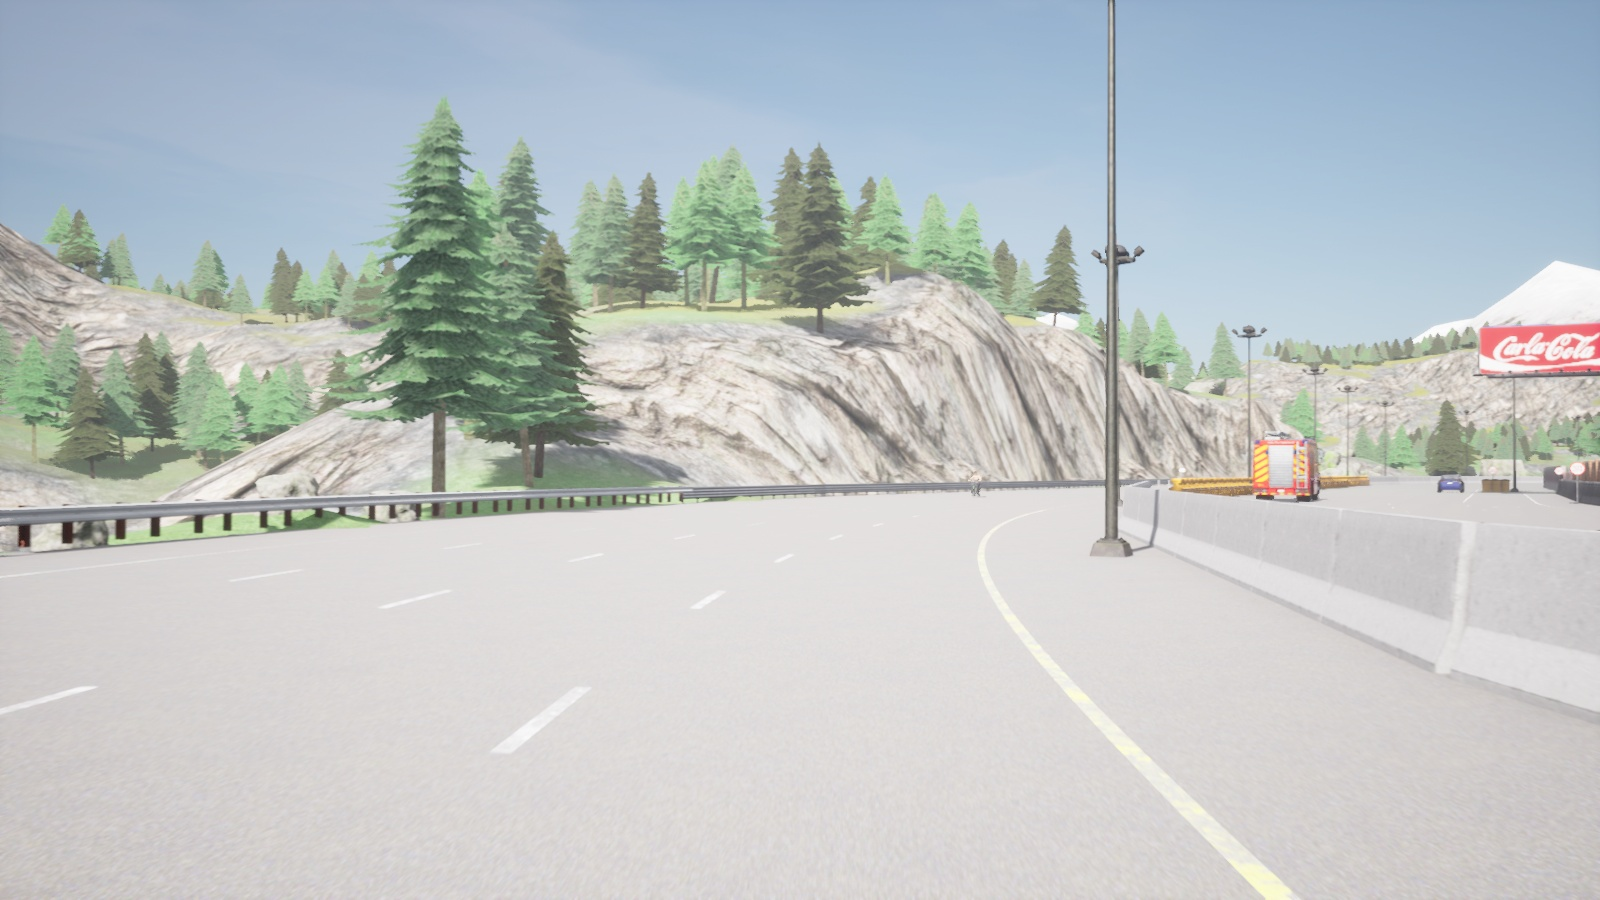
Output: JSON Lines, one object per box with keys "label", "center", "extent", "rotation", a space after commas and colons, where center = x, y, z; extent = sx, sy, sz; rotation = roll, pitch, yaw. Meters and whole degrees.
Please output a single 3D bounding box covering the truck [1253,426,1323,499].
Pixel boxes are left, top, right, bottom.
{"label": "truck", "center": [27.638, 0.737, 70.921], "extent": [2.891, 3.827, 8.468], "rotation": [-1, -1, 26]}
